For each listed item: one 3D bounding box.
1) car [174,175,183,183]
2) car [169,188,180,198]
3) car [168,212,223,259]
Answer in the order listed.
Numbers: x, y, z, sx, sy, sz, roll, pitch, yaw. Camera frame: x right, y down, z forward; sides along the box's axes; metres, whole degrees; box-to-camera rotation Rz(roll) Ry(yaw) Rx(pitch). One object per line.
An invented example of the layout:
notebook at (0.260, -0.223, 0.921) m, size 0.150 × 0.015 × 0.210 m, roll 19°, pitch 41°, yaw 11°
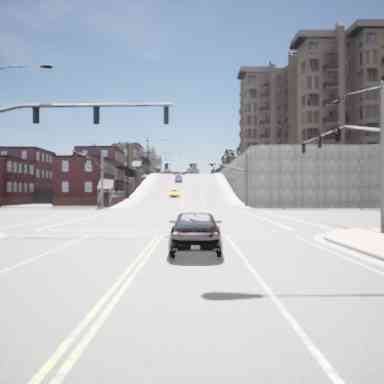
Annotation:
car at (-3.179, -3.095, 78.426) m, size 1.812 × 1.442 × 4.674 m, roll 0°, pitch 12°, yaw 0°
car at (-3.277, 0.088, 62.368) m, size 1.882 × 1.535 × 5.008 m, roll 0°, pitch 9°, yaw 1°
car at (0.130, 1.527, 12.830) m, size 2.128 × 1.511 × 4.902 m, roll 0°, pitch 0°, yaw 1°
